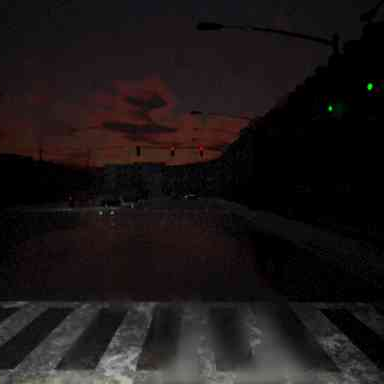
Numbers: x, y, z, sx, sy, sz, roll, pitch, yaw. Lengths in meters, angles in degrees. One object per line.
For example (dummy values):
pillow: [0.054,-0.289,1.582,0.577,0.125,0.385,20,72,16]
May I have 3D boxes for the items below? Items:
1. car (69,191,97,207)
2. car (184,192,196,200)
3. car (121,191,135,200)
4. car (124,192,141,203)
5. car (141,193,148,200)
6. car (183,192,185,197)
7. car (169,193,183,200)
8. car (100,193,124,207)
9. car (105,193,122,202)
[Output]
car: [-14.087,0.870,43.316,2.150,2.045,5.566,0,1,1]
car: [-0.033,0.917,74.608,2.128,1.511,4.902,0,0,-3]
car: [-14.008,0.766,73.049,2.097,1.767,4.553,0,0,0]
car: [-10.545,1.140,57.200,1.895,1.301,4.718,0,0,1]
car: [-10.505,0.965,71.260,2.033,1.411,5.357,0,0,0]
car: [-1.289,0.708,84.687,2.128,1.511,4.902,0,0,-17]
car: [-3.523,0.999,73.671,1.895,1.301,4.718,0,0,-3]
car: [-10.583,1.174,43.525,1.812,1.442,4.674,0,1,0]
car: [-14.027,1.025,59.650,1.837,1.490,4.892,0,0,0]
